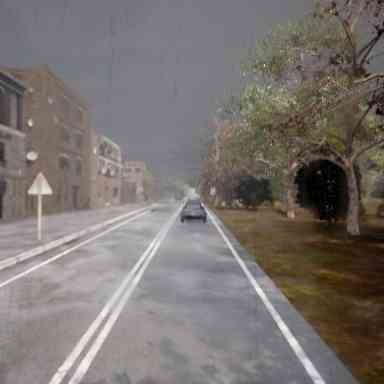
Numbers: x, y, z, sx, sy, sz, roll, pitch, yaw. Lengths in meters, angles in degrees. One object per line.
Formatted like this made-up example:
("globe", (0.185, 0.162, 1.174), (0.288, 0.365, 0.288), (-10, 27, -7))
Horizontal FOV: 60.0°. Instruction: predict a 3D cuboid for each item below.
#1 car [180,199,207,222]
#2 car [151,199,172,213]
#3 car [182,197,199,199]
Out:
("car", (0.118, 1.511, 26.133), (1.994, 1.385, 4.181), (0, 0, 0))
("car", (-3.283, 1.490, 36.164), (1.895, 1.301, 4.718), (0, 0, 0))
("car", (0.182, 1.371, 42.633), (2.128, 1.511, 4.902), (0, 0, 0))
